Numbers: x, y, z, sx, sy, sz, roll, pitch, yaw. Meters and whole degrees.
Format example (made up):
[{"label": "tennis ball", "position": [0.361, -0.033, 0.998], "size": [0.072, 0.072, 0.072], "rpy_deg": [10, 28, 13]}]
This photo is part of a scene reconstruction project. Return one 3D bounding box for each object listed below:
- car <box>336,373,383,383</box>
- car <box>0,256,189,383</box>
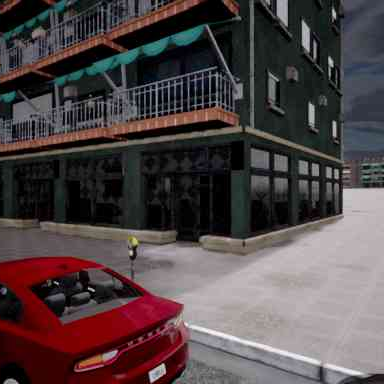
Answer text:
[{"label": "car", "position": [2.460, 1.566, 1.129], "size": [4.313, 1.339, 1.947], "rpy_deg": [0, 0, 35]}, {"label": "car", "position": [-2.138, 1.545, 4.389], "size": [4.507, 1.381, 1.887], "rpy_deg": [0, 0, 35]}]
